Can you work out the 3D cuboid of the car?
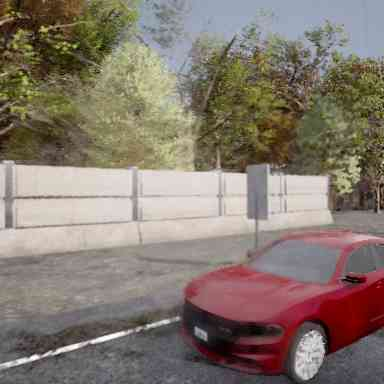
[{"bbox_3d":[2.140,1.433,5.512,5.008,1.535,1.882,-1,1,-36],"label":"car"}]
